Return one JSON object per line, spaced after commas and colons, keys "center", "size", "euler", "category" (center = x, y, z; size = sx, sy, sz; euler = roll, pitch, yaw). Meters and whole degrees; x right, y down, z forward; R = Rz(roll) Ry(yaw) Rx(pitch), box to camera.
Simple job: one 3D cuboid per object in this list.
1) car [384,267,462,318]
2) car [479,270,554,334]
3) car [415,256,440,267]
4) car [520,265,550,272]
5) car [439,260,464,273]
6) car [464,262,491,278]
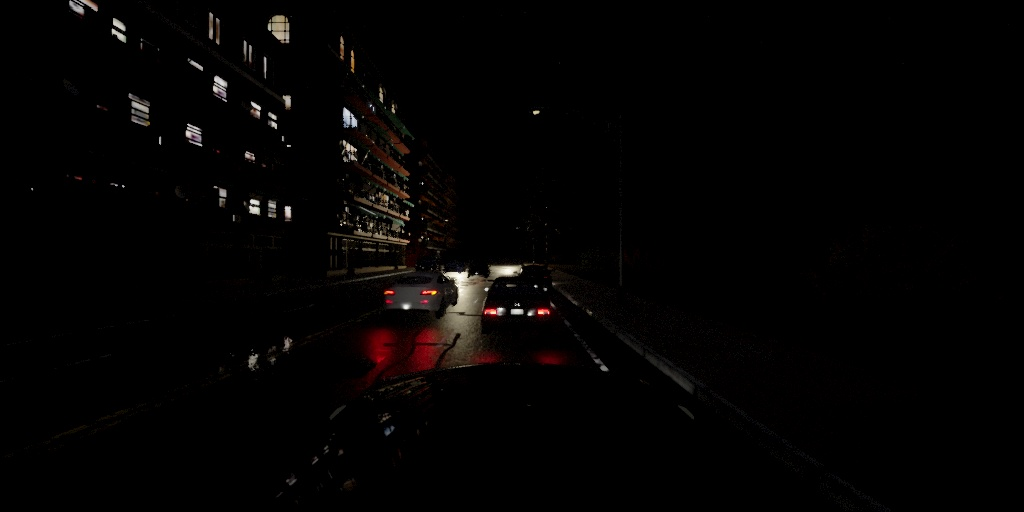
{"center": [-3.130, 1.278, 12.943], "size": [1.812, 1.442, 4.674], "euler": [0, 0, 0], "category": "car"}
{"center": [0.117, 1.299, 10.568], "size": [2.033, 1.411, 5.357], "euler": [0, 0, 0], "category": "car"}
{"center": [-9.774, 0.972, 42.241], "size": [2.150, 2.045, 5.566], "euler": [0, 0, 0], "category": "car"}
{"center": [1.171, 1.257, 20.257], "size": [1.837, 1.490, 4.892], "euler": [0, 0, 0], "category": "car"}
{"center": [-6.527, 1.229, 40.721], "size": [1.882, 1.535, 5.008], "euler": [0, 0, 0], "category": "car"}
{"center": [-3.090, 1.258, 33.995], "size": [1.837, 1.490, 4.892], "euler": [0, 0, 0], "category": "car"}
